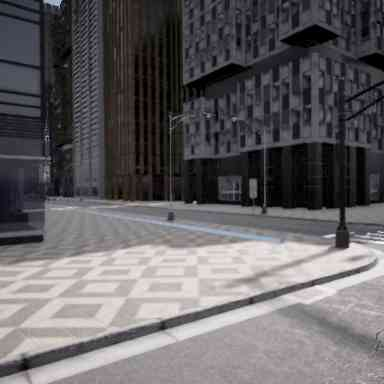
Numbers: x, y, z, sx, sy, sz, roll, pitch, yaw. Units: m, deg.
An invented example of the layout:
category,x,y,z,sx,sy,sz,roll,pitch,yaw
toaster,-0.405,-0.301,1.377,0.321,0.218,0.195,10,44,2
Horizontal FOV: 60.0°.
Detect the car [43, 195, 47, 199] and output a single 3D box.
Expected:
category,x,y,z,sx,sy,sz,roll,pitch,yaw
car,-39.401,1.329,86.672,1.895,1.301,4.718,-1,1,-35
